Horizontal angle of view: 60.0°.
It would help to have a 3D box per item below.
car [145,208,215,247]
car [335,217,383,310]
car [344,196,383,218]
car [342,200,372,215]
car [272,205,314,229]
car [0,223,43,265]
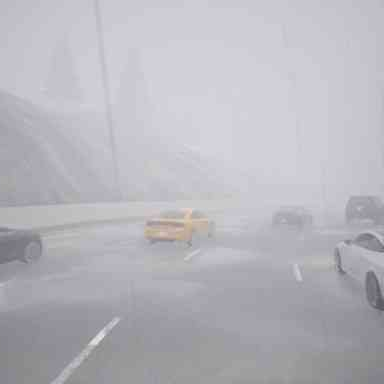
[{"bbox_3d":[-0.365,1.454,15.154,1.882,1.535,5.008,0,0,19],"label":"car"},{"bbox_3d":[4.630,1.559,7.552,1.812,1.442,4.674,0,0,11],"label":"car"},{"bbox_3d":[13.454,1.313,25.487,2.150,2.045,5.566,0,0,39],"label":"car"},{"bbox_3d":[17.994,1.646,36.129,1.812,1.442,4.674,1,0,41],"label":"car"},{"bbox_3d":[6.633,1.558,21.844,1.812,1.442,4.674,0,0,31],"label":"car"},{"bbox_3d":[-5.965,1.423,8.766,2.128,1.511,4.902,0,0,10],"label":"car"}]
